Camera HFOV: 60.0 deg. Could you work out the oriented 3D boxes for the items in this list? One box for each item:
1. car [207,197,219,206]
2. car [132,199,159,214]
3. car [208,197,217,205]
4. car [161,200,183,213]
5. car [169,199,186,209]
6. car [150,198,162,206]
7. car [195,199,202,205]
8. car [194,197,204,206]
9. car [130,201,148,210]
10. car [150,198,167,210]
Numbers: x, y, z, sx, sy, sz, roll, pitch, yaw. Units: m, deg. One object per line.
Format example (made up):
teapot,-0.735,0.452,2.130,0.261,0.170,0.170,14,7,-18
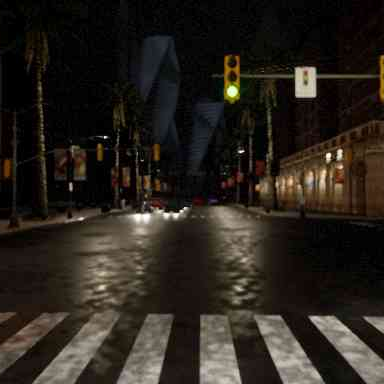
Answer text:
car,5.126,2.511,75.908,2.128,1.511,4.902,0,-1,1
car,-6.161,2.063,44.518,2.128,1.511,4.902,0,-1,1
car,5.235,2.336,85.991,2.150,2.045,5.566,0,-1,1
car,-2.637,2.152,45.583,1.994,1.385,4.181,0,-1,1
car,-2.395,2.227,55.876,1.837,1.490,4.892,0,-1,2
car,-8.441,2.367,78.832,2.185,1.767,4.553,0,-1,1
car,1.735,2.607,85.996,1.837,1.490,4.892,0,-1,1
car,1.623,2.205,75.620,2.150,2.045,5.566,0,-1,1
car,-8.987,2.241,56.907,2.161,1.482,4.786,0,-1,1
car,-5.936,1.923,54.447,2.150,2.045,5.566,0,-1,1
